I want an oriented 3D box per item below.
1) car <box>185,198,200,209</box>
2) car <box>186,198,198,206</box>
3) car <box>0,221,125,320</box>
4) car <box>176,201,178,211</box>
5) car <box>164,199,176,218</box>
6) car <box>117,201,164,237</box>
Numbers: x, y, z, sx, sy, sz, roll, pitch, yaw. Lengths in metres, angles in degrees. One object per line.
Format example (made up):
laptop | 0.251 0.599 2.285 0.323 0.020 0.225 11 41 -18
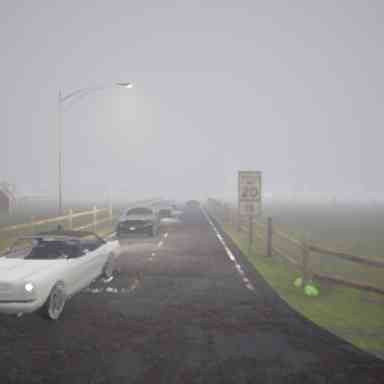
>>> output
car | 0.088 1.469 44.041 1.882 1.535 5.008 0 0 0
car | 0.016 1.589 54.180 1.895 1.301 4.718 0 0 0
car | -3.165 1.600 7.491 1.895 1.301 4.718 0 0 4
car | -2.780 1.557 40.933 1.994 1.385 4.181 0 0 0
car | -2.817 1.559 30.437 1.994 1.385 4.181 0 0 1
car | -2.840 1.475 18.394 1.882 1.535 5.008 0 0 0
